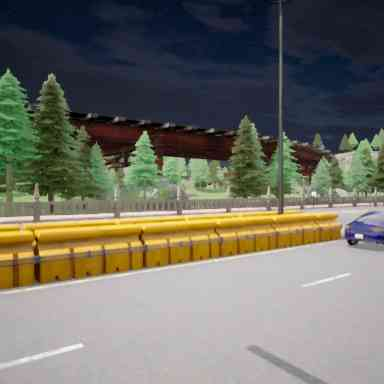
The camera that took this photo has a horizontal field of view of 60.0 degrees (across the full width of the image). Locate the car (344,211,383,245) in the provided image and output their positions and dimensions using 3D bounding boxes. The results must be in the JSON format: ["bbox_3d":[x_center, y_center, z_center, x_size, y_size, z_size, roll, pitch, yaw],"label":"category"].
[{"bbox_3d":[8.269,1.530,14.066,4.674,1.442,1.812,0,0,-35],"label":"car"}]
